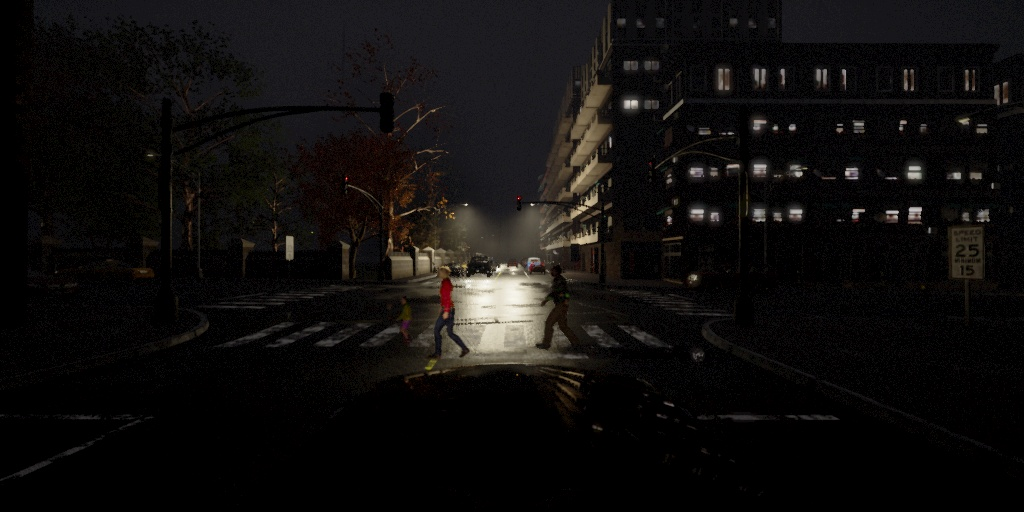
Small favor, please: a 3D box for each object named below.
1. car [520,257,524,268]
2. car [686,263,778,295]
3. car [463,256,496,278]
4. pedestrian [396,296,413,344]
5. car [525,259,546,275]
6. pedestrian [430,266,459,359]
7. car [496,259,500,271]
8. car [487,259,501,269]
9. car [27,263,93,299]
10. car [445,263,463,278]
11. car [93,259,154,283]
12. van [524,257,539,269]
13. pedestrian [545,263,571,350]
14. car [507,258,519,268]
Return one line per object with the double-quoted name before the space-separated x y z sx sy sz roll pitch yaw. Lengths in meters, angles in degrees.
"car" 2.789 1.228 56.927 1.967 1.591 4.097 0 0 0
"car" 13.485 1.352 22.046 5.009 1.841 2.192 0 0 0
"car" -3.027 0.985 34.707 2.150 2.045 5.566 0 0 1
"pedestrian" -2.326 1.409 8.086 0.500 1.100 0.500 0 0 0
"car" 2.759 1.313 40.036 1.888 1.381 4.507 0 0 0
"pedestrian" -1.287 1.044 6.885 0.375 1.860 0.375 0 0 0
"car" -3.007 1.324 47.805 2.033 1.411 5.357 0 0 1
"car" -2.963 1.284 60.771 2.128 1.511 4.902 0 0 0
"car" -18.942 1.007 13.414 4.207 1.307 1.802 0 0 0
"car" -5.632 1.329 34.421 1.948 1.339 4.313 0 0 0
"car" -24.708 0.882 21.750 4.829 1.417 1.751 0 0 0
"van" 2.769 1.115 45.667 1.690 1.789 3.998 0 0 0
"pedestrian" 0.950 1.044 7.481 0.375 1.860 0.375 0 0 0
"car" 0.109 1.302 62.711 1.837 1.490 4.892 0 0 0
